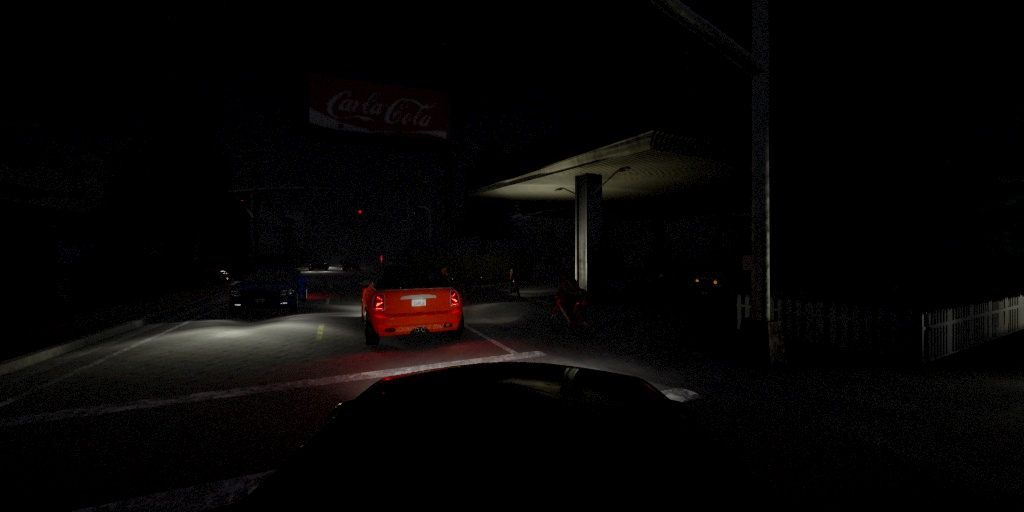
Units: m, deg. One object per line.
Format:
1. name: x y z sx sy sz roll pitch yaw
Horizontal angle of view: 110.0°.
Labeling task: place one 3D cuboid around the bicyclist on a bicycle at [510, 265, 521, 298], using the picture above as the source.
1. bicyclist on a bicycle: 0.156 1.271 18.132 0.582 1.620 1.656 0 0 14

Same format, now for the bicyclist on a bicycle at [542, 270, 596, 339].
1. bicyclist on a bicycle: 1.403 1.181 8.962 0.582 1.620 1.656 3 -2 -45

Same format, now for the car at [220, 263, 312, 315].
1. car: -8.951 1.149 13.517 1.882 1.535 5.008 1 -1 -25

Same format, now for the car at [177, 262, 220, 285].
1. car: -22.883 1.198 25.798 4.553 1.767 2.097 0 0 -28

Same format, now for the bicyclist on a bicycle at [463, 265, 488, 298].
1. bicyclist on a bicycle: -1.948 1.267 17.941 1.656 1.620 0.582 1 0 -23

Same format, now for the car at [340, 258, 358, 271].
1. car: -21.272 1.214 47.259 1.895 1.301 4.718 0 0 -27

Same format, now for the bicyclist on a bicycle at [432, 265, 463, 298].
1. bicyclist on a bicycle: -3.204 1.237 16.513 1.656 1.620 0.582 1 0 35

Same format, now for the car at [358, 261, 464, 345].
1. car: -2.829 1.002 9.502 2.097 1.767 4.553 0 0 -24

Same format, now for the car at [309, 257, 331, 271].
1. car: -24.993 0.975 46.385 2.097 1.767 4.553 0 0 -26
